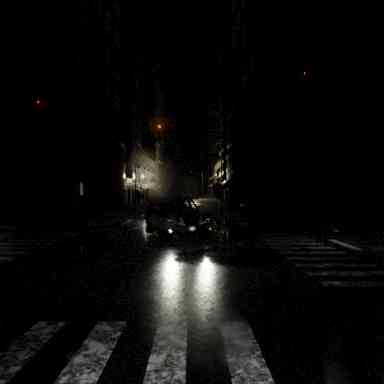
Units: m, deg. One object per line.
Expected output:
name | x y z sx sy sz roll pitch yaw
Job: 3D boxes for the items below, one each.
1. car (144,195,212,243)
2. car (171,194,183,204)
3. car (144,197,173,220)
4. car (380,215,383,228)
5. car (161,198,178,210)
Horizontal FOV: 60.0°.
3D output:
car | -0.885 1.218 16.726 2.150 2.045 5.566 0 0 -19
car | -2.793 1.311 62.691 2.097 1.767 4.553 0 0 0
car | -2.867 1.343 29.152 2.097 1.767 4.553 0 0 0
car | 12.339 1.282 16.815 5.009 1.841 2.192 0 0 0
car | -2.872 1.545 43.090 1.994 1.385 4.181 0 0 0
